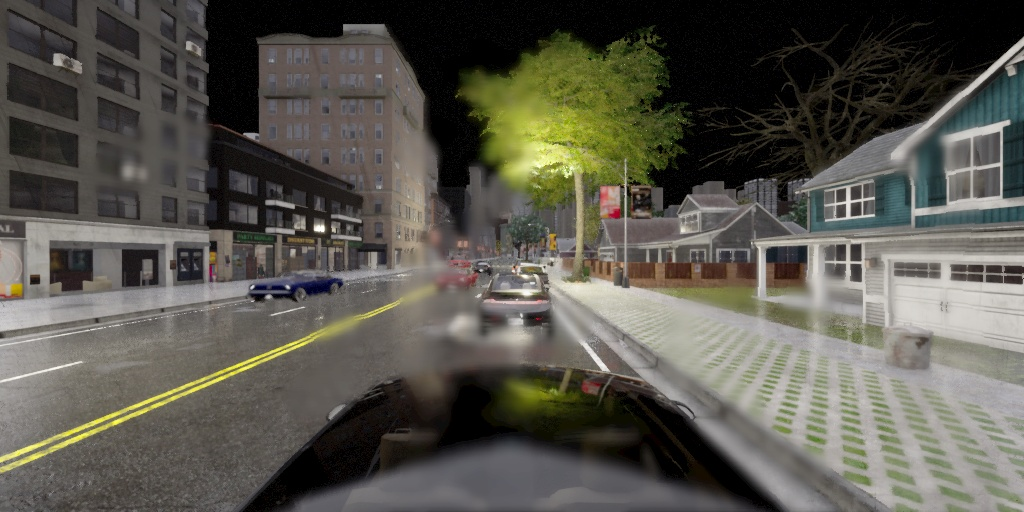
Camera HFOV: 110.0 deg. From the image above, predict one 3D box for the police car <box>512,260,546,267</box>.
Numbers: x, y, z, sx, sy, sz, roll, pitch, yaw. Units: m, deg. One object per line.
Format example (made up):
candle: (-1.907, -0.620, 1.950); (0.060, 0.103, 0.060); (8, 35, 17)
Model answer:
police car: (1.027, 1.165, 20.510); (1.930, 1.638, 5.238); (0, 0, 0)

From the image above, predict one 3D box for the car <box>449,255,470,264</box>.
car: (-6.481, 0.939, 44.725); (2.150, 2.045, 5.566); (0, 0, 0)

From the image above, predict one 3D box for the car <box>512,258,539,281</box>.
car: (1.054, 1.081, 30.370); (2.097, 1.767, 4.553); (0, 0, 0)

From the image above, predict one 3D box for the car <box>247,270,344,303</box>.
car: (-9.808, 1.344, 16.680); (1.895, 1.301, 4.718); (0, 0, 0)

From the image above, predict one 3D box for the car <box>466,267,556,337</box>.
car: (0.122, 1.239, 10.260); (2.128, 1.511, 4.902); (0, 0, 0)

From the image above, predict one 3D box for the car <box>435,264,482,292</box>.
car: (-3.096, 1.340, 21.030); (1.895, 1.301, 4.718); (0, 0, 0)

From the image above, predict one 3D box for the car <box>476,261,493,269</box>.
car: (-3.043, 1.248, 38.068); (1.812, 1.442, 4.674); (0, 0, 0)
